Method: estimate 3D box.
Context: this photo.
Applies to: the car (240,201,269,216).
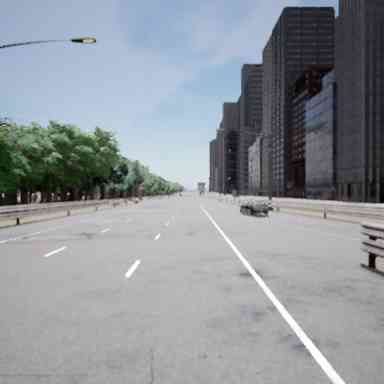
[{"bbox_3d":[6.422,1.664,34.821,2.128,1.511,4.902,0,0,-9],"label":"car"}]
